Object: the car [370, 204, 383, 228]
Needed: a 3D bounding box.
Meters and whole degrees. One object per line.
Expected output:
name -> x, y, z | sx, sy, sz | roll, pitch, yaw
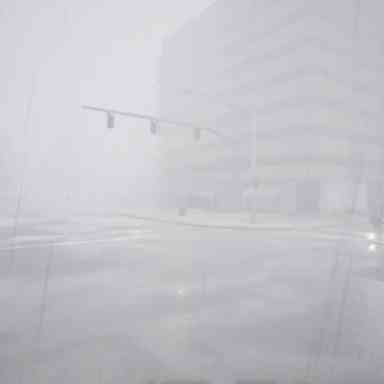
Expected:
car -> 14.606, 1.431, 22.981 | 5.566, 2.045, 2.150 | 1, 0, -35
